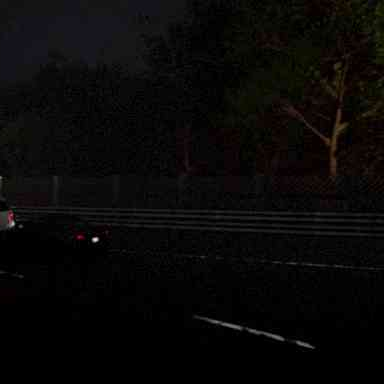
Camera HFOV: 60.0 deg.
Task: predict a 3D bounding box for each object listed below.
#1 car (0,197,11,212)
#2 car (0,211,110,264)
[{"bbox_3d":[-9.681,1.184,13.575,5.566,2.045,2.150,0,0,27],"label":"car"},{"bbox_3d":[-4.979,1.528,11.646,4.181,1.385,1.994,0,0,23],"label":"car"}]
